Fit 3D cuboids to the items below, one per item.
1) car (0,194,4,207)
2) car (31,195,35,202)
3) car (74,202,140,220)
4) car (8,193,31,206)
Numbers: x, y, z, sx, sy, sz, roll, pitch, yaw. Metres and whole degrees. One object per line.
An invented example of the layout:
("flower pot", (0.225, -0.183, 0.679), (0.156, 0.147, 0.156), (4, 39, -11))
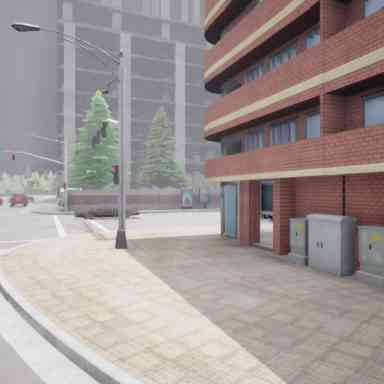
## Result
("car", (-30.860, 1.221, 52.023), (2.150, 2.045, 5.566), (0, 0, -23))
("car", (-38.677, 1.524, 79.316), (1.812, 1.442, 4.674), (0, 0, -23))
("car", (-7.180, 1.603, 28.338), (5.357, 1.411, 2.033), (0, 0, -22))
("car", (-27.715, 1.221, 53.576), (2.150, 2.045, 5.566), (0, 0, -23))
